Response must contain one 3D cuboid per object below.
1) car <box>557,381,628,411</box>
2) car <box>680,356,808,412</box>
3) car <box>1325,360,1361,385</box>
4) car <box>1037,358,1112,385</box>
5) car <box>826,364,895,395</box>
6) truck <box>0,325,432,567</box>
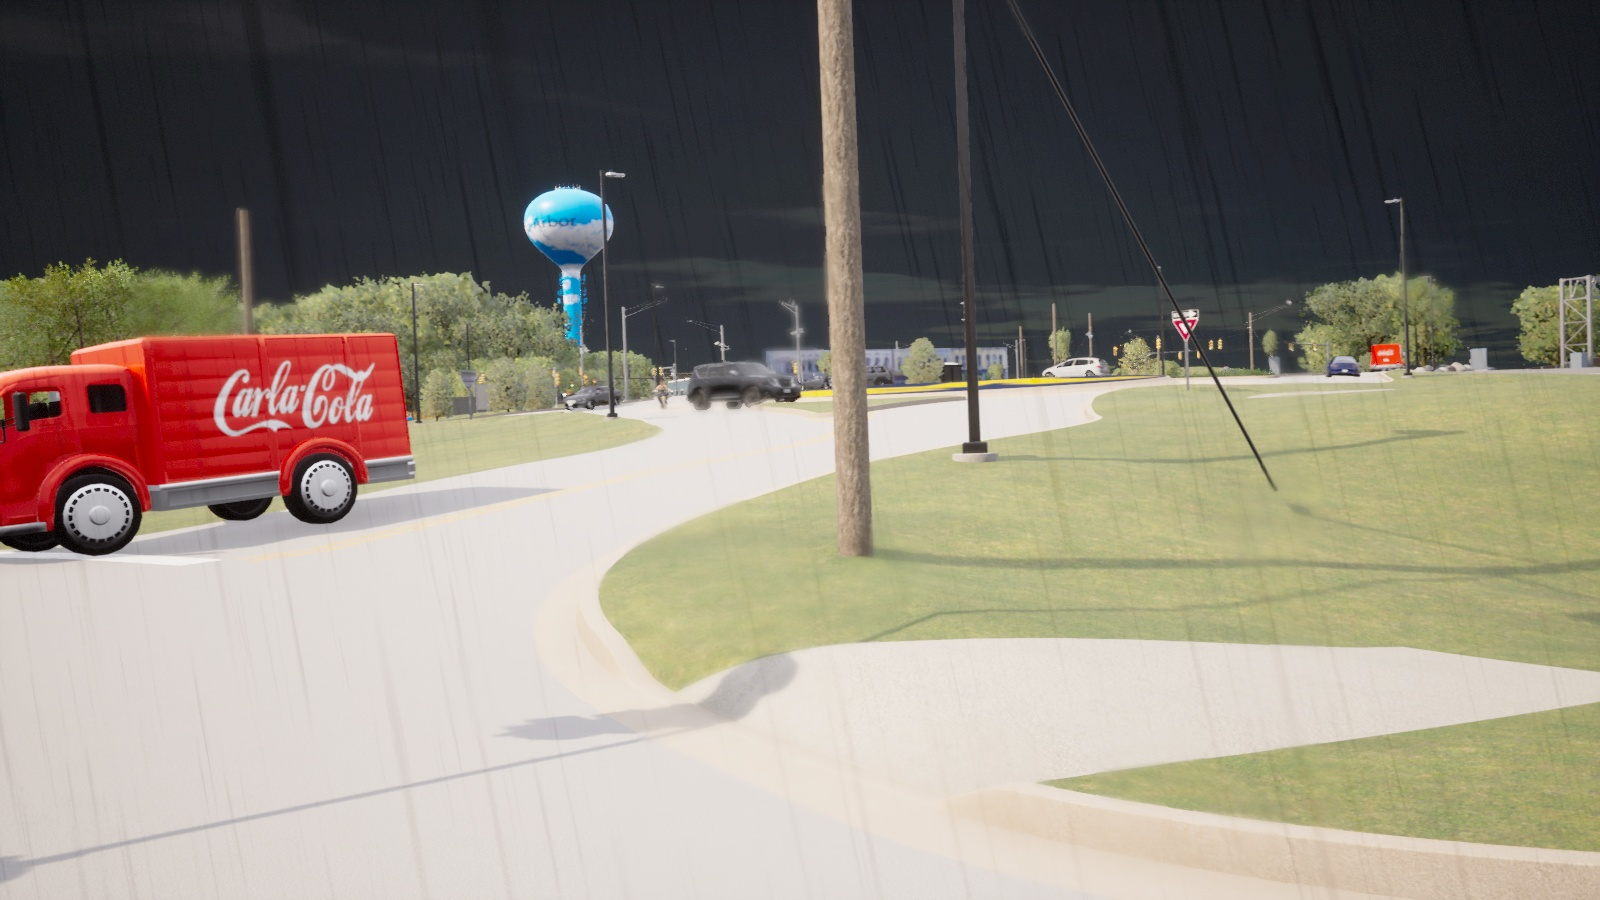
[{"bbox_3d":[-13.881,-3.653,84.315,2.128,1.511,4.902,-1,7,27],"label":"car"},{"bbox_3d":[-2.420,-2.727,52.870,2.150,2.045,5.566,-3,1,-44],"label":"car"},{"bbox_3d":[33.958,-4.867,78.601,1.812,1.442,4.674,3,5,21],"label":"car"},{"bbox_3d":[19.115,-5.463,87.381,4.611,1.667,2.242,0,1,34],"label":"car"},{"bbox_3d":[4.333,-5.088,90.598,4.605,1.855,1.932,-4,1,-6],"label":"car"},{"bbox_3d":[-7.771,-0.212,15.919,2.627,2.467,5.204,-1,4,39],"label":"truck"}]
